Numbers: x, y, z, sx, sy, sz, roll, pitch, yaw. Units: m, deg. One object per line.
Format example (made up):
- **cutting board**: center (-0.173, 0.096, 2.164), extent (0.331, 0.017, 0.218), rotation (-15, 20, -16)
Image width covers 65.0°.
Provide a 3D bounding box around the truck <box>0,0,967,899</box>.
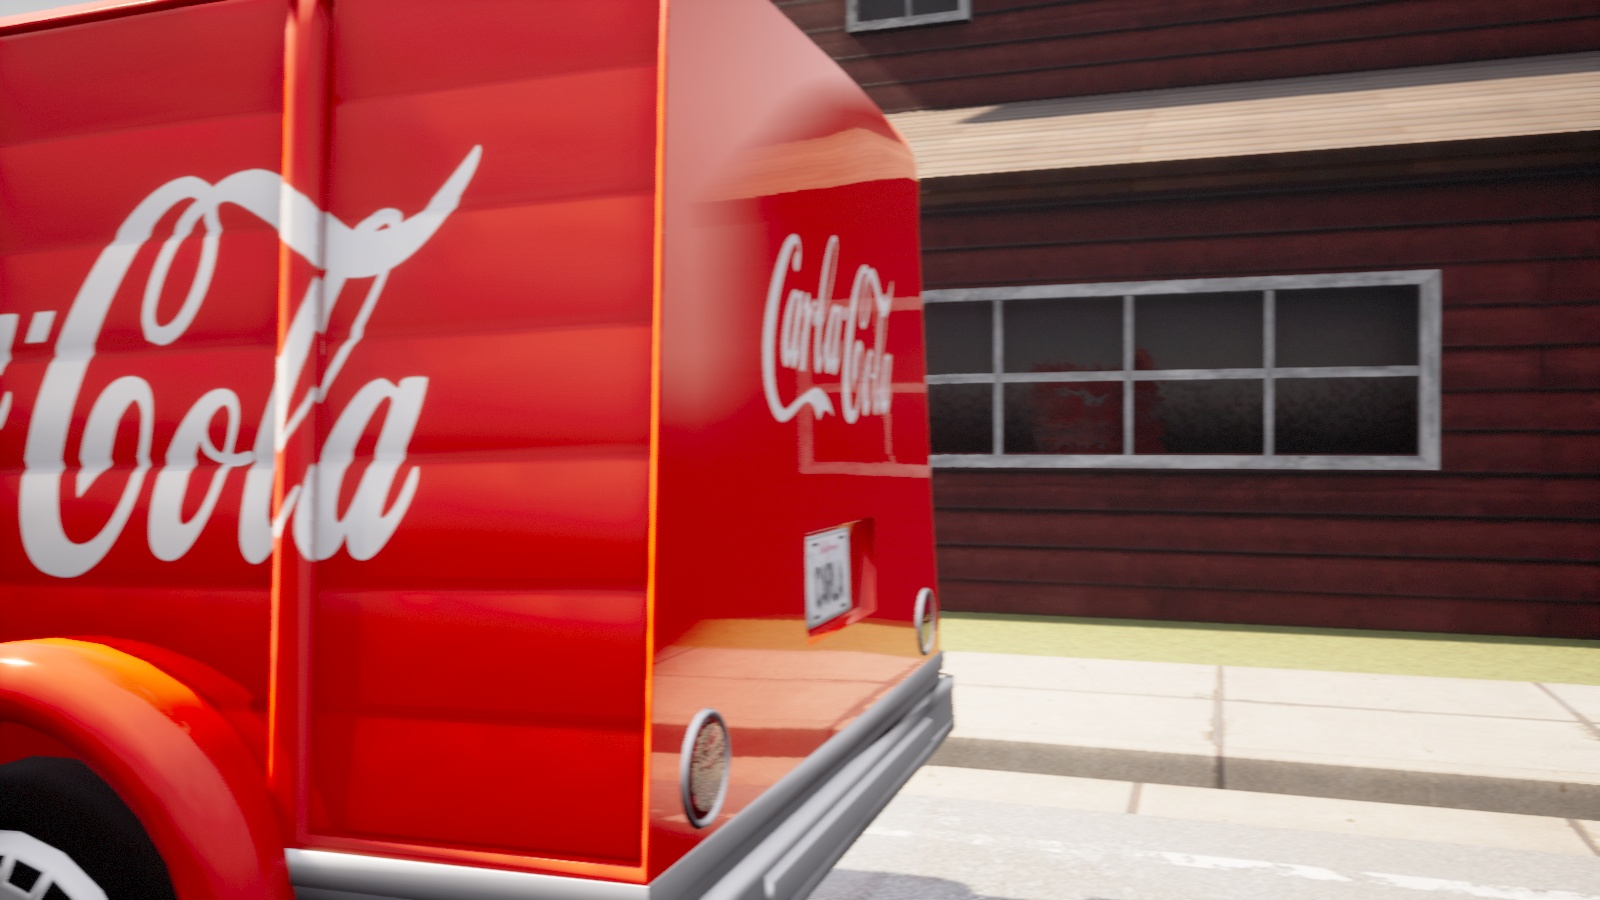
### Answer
- **truck**: center (-2.319, 0.249, 3.965), extent (5.204, 2.467, 2.627), rotation (-1, 1, 18)
